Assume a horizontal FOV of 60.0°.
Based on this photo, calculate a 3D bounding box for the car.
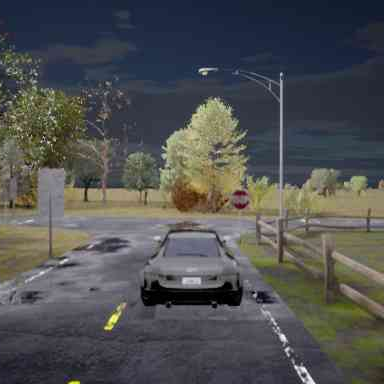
[{"bbox_3d":[0.004,1.554,7.947,1.994,1.385,4.181,0,0,0],"label":"car"}]
